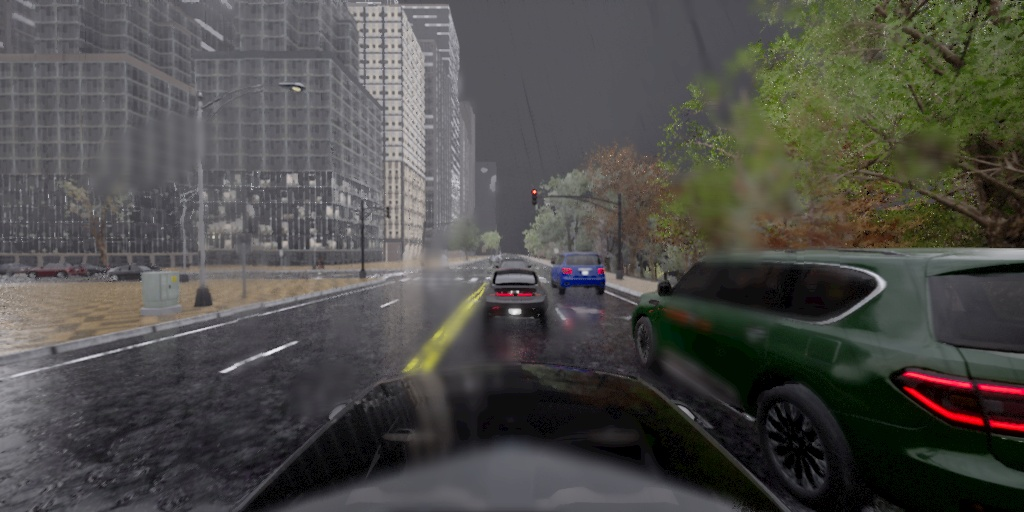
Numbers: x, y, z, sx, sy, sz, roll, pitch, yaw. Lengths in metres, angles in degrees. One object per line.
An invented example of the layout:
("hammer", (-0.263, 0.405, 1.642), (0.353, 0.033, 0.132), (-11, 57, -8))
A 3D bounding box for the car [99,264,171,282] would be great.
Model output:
("car", (-33.403, 1.526, 32.265), (4.892, 1.490, 1.837), (-1, 1, 0))

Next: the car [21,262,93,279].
("car", (-49.389, 1.509, 38.988), (4.553, 1.767, 2.097), (-1, 1, 1))

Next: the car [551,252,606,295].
("car", (3.310, 0.820, 18.733), (2.150, 2.045, 5.566), (0, 1, 1))

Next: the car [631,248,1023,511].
("car", (3.326, 0.946, 4.429), (2.150, 2.045, 5.566), (0, 0, 0))

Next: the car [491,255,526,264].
("car", (0.073, 0.931, 20.895), (2.097, 1.767, 4.553), (0, 1, 0))

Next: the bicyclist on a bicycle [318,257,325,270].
("bicyclist on a bicycle", (-24.662, 0.938, 46.314), (0.582, 1.620, 1.656), (-1, 1, 0))

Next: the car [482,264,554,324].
("car", (0.090, 1.166, 11.597), (1.837, 1.490, 4.892), (0, 0, 0))
